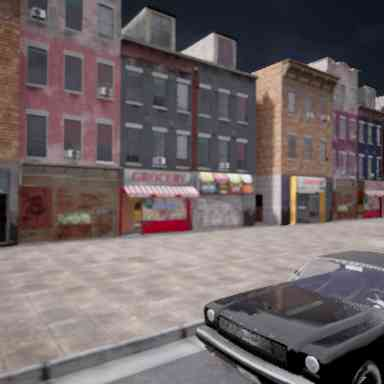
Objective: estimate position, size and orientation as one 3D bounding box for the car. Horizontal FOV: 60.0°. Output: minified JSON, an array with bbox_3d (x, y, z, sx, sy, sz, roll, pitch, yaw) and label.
[{"bbox_3d":[2.399,1.624,4.780,4.718,1.301,1.895,0,0,-35],"label":"car"}]
